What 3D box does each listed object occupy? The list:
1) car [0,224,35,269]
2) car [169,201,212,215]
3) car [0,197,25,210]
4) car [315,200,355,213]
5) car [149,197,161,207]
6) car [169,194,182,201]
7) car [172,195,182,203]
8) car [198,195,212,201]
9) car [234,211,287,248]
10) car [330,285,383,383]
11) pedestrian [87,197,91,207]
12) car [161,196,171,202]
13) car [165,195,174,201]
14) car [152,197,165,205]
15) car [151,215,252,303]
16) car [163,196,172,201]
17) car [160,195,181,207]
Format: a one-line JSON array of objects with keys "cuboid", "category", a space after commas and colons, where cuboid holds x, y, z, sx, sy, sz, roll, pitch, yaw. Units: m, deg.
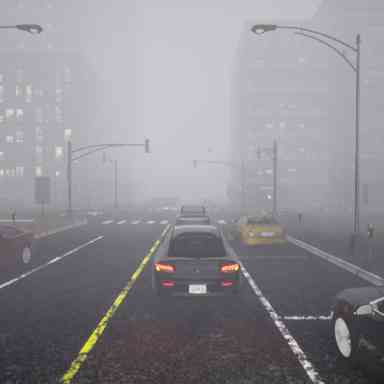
[{"cuboid": [-5.848, 1.542, 8.774, 1.887, 1.381, 4.507, -1, 0, 0], "category": "car"}, {"cuboid": [0.056, 1.487, 18.170, 2.128, 1.511, 4.902, 0, 0, 0], "category": "car"}, {"cuboid": [-21.733, 1.275, 37.962, 4.829, 1.417, 1.752, 0, 0, 1], "category": "car"}, {"cuboid": [16.243, 1.623, 37.536, 4.403, 1.369, 2.008, 0, 0, 1], "category": "car"}, {"cuboid": [-5.801, 1.514, 52.146, 1.752, 1.417, 4.829, -1, 0, 0], "category": "car"}, {"cuboid": [-3.186, 1.480, 60.335, 2.128, 1.511, 4.902, 0, 0, 0], "category": "car"}, {"cuboid": [-3.133, 1.487, 70.531, 1.837, 1.490, 4.892, 0, 0, 0], "category": "car"}, {"cuboid": [2.568, 1.539, 57.986, 2.008, 1.369, 4.403, -1, 0, 0], "category": "car"}, {"cuboid": [2.780, 1.521, 14.547, 1.752, 1.417, 4.829, -1, 0, 0], "category": "car"}, {"cuboid": [2.802, 1.550, 3.088, 2.008, 1.369, 4.403, -1, 0, 0], "category": "car"}, {"cuboid": [-12.626, 1.200, 40.825, 0.375, 1.300, 0.375, 0, 0, 1], "category": "pedestrian"}, {"cuboid": [-5.844, 1.531, 74.934, 1.887, 1.381, 4.507, -1, 0, 0], "category": "car"}, {"cuboid": [-5.866, 1.530, 86.243, 1.887, 1.381, 4.507, -1, 0, 0], "category": "car"}, {"cuboid": [-5.812, 1.554, 57.970, 1.947, 1.339, 4.313, -1, 0, 0], "category": "car"}, {"cuboid": [0.084, 1.523, 8.096, 1.812, 1.442, 4.674, 0, 0, 0], "category": "car"}, {"cuboid": [-5.855, 1.568, 80.588, 1.802, 1.307, 4.206, -1, 0, 0], "category": "car"}, {"cuboid": [-3.187, 1.537, 50.383, 2.033, 1.411, 5.357, 0, 0, 0], "category": "car"}]
